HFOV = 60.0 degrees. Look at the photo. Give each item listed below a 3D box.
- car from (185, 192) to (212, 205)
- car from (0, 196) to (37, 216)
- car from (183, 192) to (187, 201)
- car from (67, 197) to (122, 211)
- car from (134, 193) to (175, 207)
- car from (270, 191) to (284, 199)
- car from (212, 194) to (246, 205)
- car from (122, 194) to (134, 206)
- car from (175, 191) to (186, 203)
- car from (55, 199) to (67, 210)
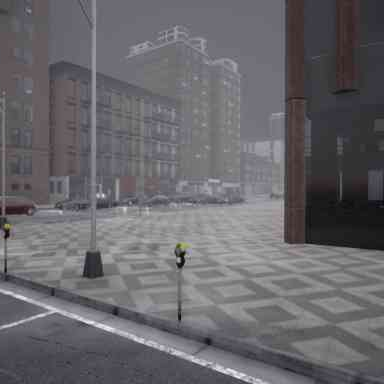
[{"bbox_3d":[1.793,1.001,44.887,2.033,1.411,5.357,0,1,36],"label":"car"},{"bbox_3d":[-15.246,1.125,27.090,2.097,1.767,4.553,0,1,36],"label":"car"},{"bbox_3d":[1.128,0.952,49.808,1.994,1.385,4.181,0,1,36],"label":"car"},{"bbox_3d":[-10.001,1.248,34.388,1.895,1.301,4.718,0,1,36],"label":"car"},{"bbox_3d":[-4.695,1.047,41.765,1.812,1.442,4.674,0,1,36],"label":"car"},{"bbox_3d":[17.087,0.615,66.166,1.837,1.490,4.892,0,1,36],"label":"car"},{"bbox_3d":[5.304,0.997,44.207,2.033,1.411,5.357,0,1,36],"label":"car"},{"bbox_3d":[-7.562,1.015,43.341,1.837,1.490,4.892,0,1,36],"label":"car"},{"bbox_3d":[-1.870,0.732,51.219,2.097,1.767,4.553,0,1,36],"label":"car"},{"bbox_3d":[-12.724,1.196,36.199,1.994,1.385,4.181,0,1,34],"label":"car"}]
